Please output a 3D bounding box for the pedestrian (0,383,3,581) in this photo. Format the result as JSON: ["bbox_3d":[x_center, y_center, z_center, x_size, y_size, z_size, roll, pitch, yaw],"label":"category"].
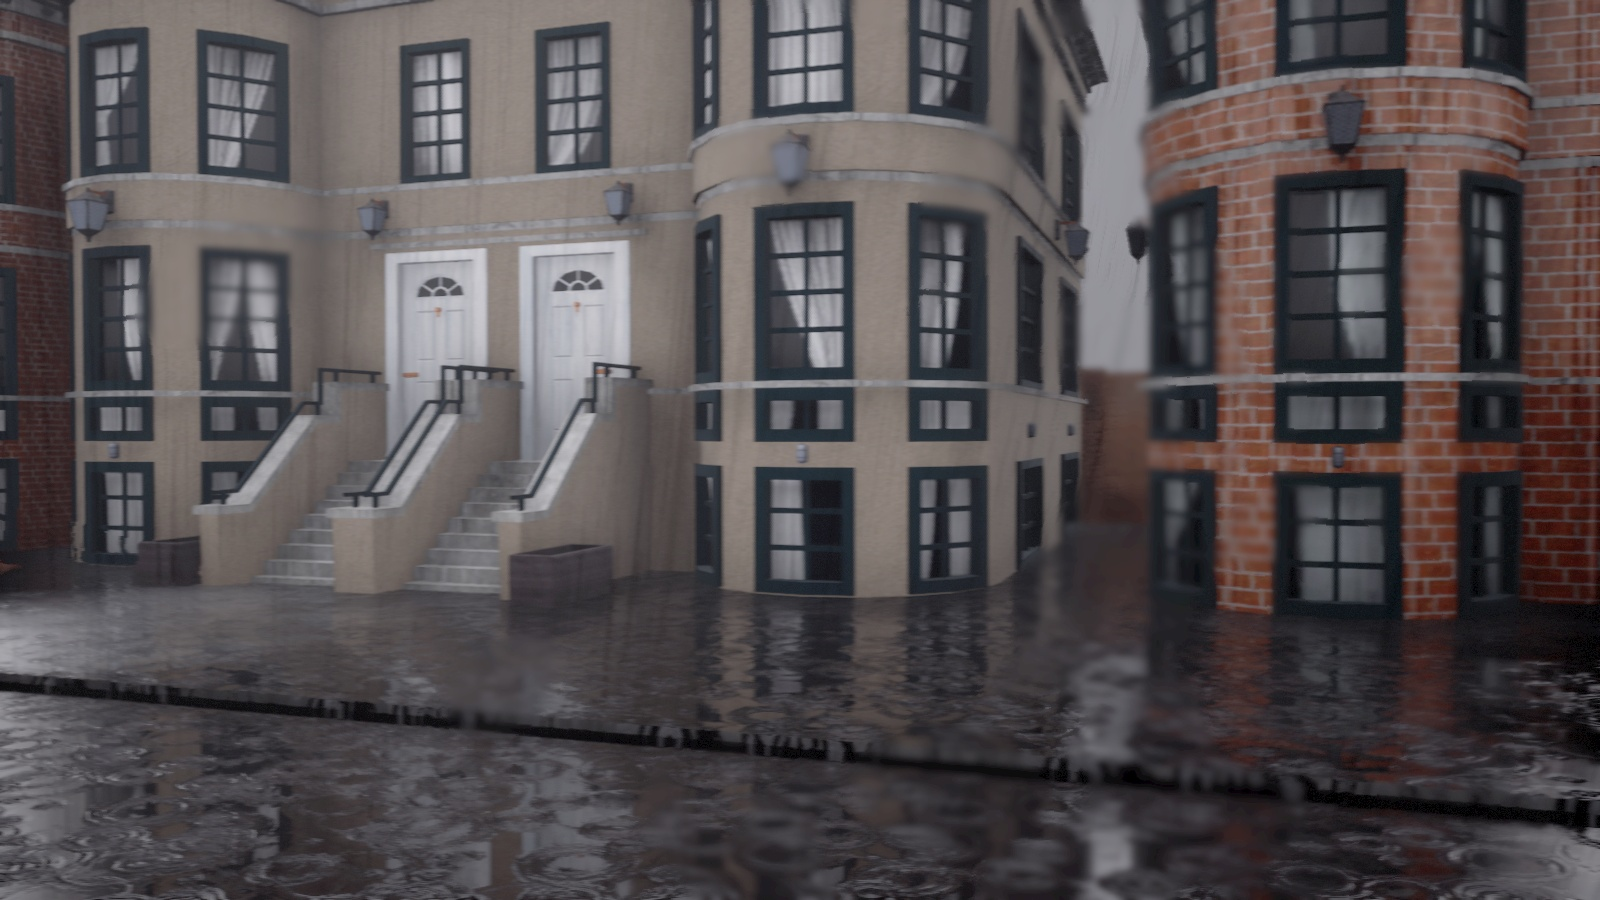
[{"bbox_3d":[-7.784,0.302,11.595,0.614,1.847,0.353,0,1,-3],"label":"pedestrian"}]
